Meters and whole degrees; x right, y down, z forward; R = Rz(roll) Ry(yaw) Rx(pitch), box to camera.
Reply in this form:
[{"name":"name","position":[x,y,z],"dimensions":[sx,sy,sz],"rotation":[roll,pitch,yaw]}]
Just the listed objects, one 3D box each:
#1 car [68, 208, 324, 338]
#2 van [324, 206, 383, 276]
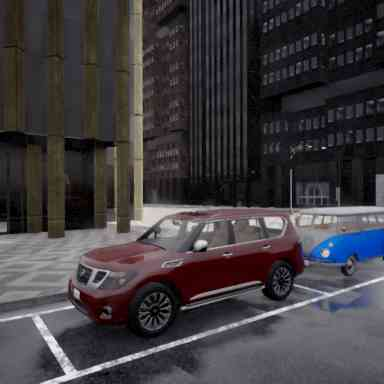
[{"name":"car","position":[0.194,1.314,6.798],"dimensions":[5.009,1.841,2.192],"rotation":[0,0,-36]},{"name":"van","position":[4.691,1.339,10.009],"dimensions":[3.998,1.788,1.690],"rotation":[0,0,-36]}]
